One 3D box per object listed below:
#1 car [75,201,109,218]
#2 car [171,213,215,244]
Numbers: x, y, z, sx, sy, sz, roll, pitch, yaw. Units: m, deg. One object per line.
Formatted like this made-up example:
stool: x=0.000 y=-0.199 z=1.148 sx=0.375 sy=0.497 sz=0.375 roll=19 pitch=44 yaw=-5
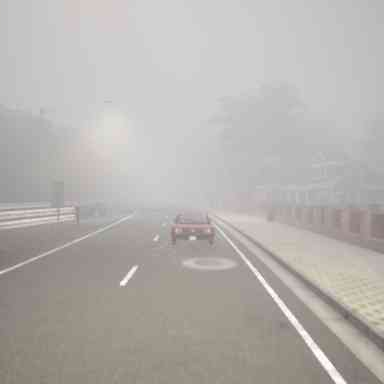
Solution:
car: x=-9.499 y=1.616 z=31.917 sx=1.837 sy=1.490 sz=4.892 roll=1 pitch=0 yaw=7
car: x=0.004 y=1.629 z=15.940 sx=1.895 sy=1.301 sz=4.718 roll=1 pitch=0 yaw=-1
